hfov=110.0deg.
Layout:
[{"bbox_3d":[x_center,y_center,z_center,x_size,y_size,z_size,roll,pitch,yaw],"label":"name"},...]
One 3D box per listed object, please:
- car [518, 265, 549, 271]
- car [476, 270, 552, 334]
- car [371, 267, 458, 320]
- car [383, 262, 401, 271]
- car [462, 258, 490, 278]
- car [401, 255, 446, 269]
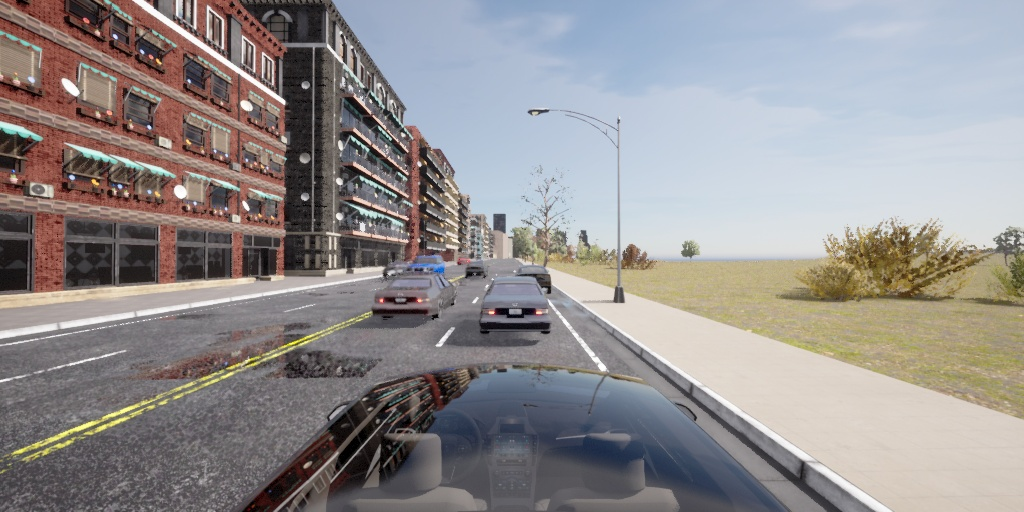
[{"bbox_3d":[1.118,1.229,20.350,1.882,1.535,5.008,0,0,0],"label":"car"},{"bbox_3d":[0.093,1.298,10.586,2.033,1.411,5.357,0,0,0],"label":"car"},{"bbox_3d":[-3.161,1.298,12.663,2.033,1.411,5.357,0,0,0],"label":"car"},{"bbox_3d":[-9.881,1.242,31.695,2.128,1.511,4.902,0,0,0],"label":"car"},{"bbox_3d":[-3.183,1.258,33.186,1.837,1.490,4.892,0,1,0],"label":"car"},{"bbox_3d":[-6.627,0.973,28.177,2.150,2.045,5.566,0,0,0],"label":"car"}]
